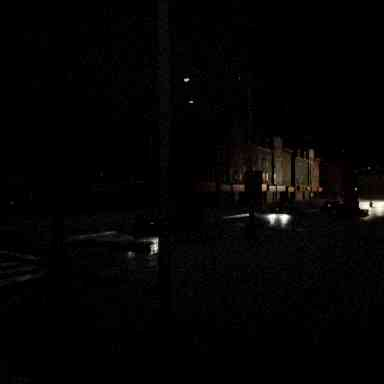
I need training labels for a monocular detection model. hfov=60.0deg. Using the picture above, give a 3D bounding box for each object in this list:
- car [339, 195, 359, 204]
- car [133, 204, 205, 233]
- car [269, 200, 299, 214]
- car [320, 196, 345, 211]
[{"bbox_3d":[22.358,1.487,47.101,1.895,1.301,4.718,-1,0,36],"label":"car"},{"bbox_3d":[-1.215,1.458,19.100,1.882,1.535,5.008,-1,0,36],"label":"car"},{"bbox_3d":[9.444,1.509,33.958,1.994,1.385,4.181,-1,0,35],"label":"car"},{"bbox_3d":[16.603,1.470,38.986,1.994,1.385,4.181,-1,0,36],"label":"car"}]
